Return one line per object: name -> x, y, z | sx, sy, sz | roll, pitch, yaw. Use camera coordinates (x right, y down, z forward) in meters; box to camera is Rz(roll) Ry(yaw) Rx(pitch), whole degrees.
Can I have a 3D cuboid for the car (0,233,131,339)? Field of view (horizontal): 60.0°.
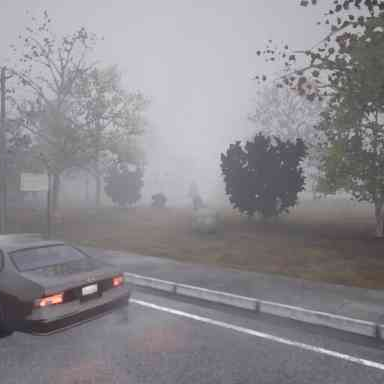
car -> -3.614, 1.547, 6.558 | 5.357, 1.411, 2.033 | 0, 0, 35
